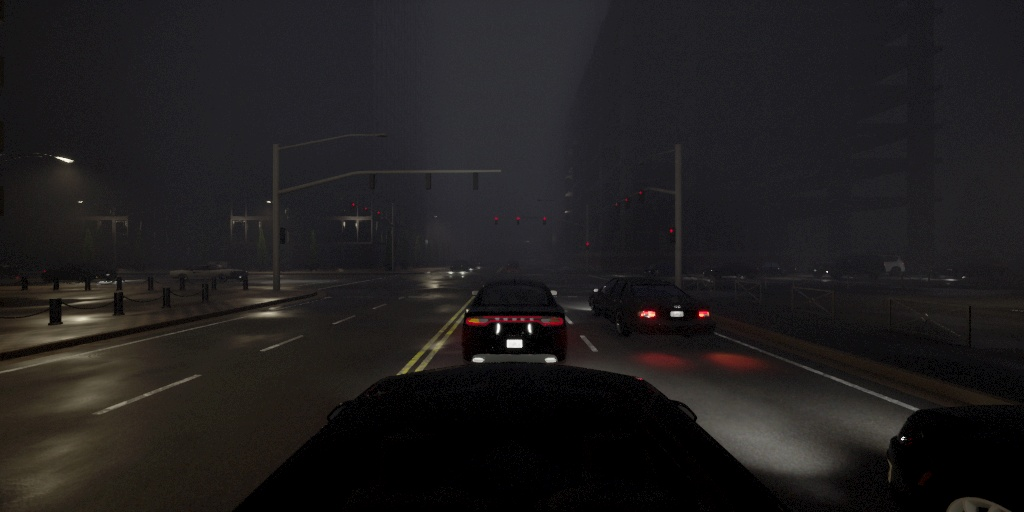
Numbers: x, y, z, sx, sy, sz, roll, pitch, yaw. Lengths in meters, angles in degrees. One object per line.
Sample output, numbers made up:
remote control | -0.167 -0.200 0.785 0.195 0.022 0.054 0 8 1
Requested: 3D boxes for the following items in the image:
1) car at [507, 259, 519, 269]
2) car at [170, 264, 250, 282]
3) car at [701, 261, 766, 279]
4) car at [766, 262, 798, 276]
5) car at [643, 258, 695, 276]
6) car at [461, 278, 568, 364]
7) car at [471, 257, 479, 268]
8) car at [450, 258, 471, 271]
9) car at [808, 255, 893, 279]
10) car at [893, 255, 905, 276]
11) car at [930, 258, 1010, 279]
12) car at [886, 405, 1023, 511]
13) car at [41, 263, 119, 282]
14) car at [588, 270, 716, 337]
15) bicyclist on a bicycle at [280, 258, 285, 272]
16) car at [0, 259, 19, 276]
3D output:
car | 0.127 1.351 56.371 1.895 1.301 4.718 0 0 0
car | -22.943 1.295 27.370 4.718 1.301 1.895 0 0 0
car | 19.161 1.220 31.493 4.674 1.442 1.812 0 0 0
car | 24.705 1.242 35.032 5.357 1.411 2.033 0 0 0
car | 15.237 1.047 35.022 4.553 1.767 2.097 0 0 0
car | 0.056 1.228 8.118 1.882 1.535 5.008 0 0 0
car | -7.069 1.297 59.020 2.033 1.411 5.357 0 0 0
car | -7.084 1.228 48.507 1.882 1.535 5.008 0 0 0
car | 29.426 0.916 31.546 5.566 2.045 2.150 0 0 0
car | 34.896 0.916 35.060 5.566 2.045 2.150 0 0 0
car | 39.918 1.172 31.561 5.008 1.535 1.882 0 0 0
car | 3.600 1.255 0.504 1.837 1.490 4.892 0 0 0
car | -32.911 1.258 27.406 4.181 1.385 1.994 0 0 -1
car | 3.573 1.297 10.241 2.033 1.411 5.357 0 0 0
bicyclist on a bicycle | -25.400 0.995 39.334 0.582 1.620 1.656 0 0 0
car | -51.170 1.047 34.787 4.553 1.767 2.097 0 0 1
